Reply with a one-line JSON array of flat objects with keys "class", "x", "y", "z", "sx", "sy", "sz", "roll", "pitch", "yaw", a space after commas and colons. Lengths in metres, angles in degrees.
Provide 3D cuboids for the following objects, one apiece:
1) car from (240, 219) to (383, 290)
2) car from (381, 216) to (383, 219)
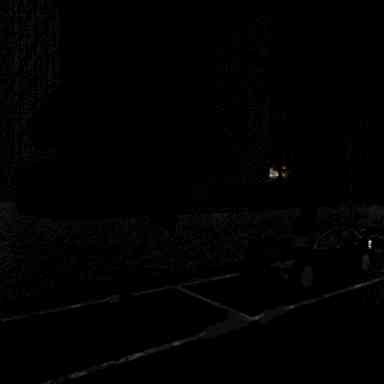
[{"class": "car", "x": 3.215, "y": 1.544, "z": 8.945, "sx": 4.403, "sy": 1.369, "sz": 2.008, "roll": 0, "pitch": 0, "yaw": -36}, {"class": "car", "x": 7.836, "y": 1.429, "z": 12.243, "sx": 4.097, "sy": 1.590, "sz": 1.967, "roll": 0, "pitch": 0, "yaw": -36}]
